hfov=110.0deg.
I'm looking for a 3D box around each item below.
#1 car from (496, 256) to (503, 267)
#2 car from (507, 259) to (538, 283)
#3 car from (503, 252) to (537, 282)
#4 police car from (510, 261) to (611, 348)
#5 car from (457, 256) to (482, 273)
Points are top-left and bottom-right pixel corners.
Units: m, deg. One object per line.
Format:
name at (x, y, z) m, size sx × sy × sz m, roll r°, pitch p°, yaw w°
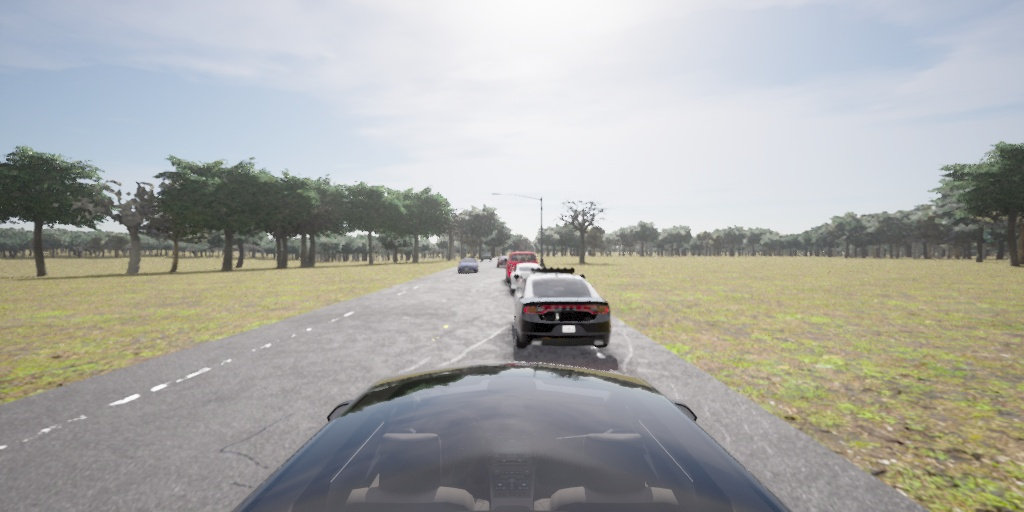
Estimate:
car at (-1.073, 0.801, 49.203) m, size 1.812 × 1.442 × 4.674 m, roll 0°, pitch 0°, yaw -1°
car at (0.836, 1.097, 19.048) m, size 1.812 × 1.442 × 4.674 m, roll 0°, pitch 1°, yaw -1°
car at (0.666, 0.733, 25.092) m, size 2.150 × 2.045 × 5.566 m, roll 0°, pitch 1°, yaw -2°
police car at (1.008, 1.098, 9.122) m, size 1.930 × 1.638 × 5.238 m, roll 0°, pitch 1°, yaw -1°
car at (-4.307, 0.929, 35.898) m, size 1.812 × 1.442 × 4.674 m, roll 0°, pitch 1°, yaw -2°
